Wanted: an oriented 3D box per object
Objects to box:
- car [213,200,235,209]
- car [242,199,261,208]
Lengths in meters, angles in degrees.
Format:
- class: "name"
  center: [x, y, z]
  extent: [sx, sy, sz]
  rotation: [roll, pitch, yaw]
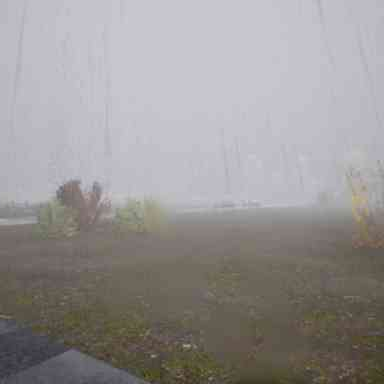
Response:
- class: "car"
  center: [5.374, 2.054, 54.852]
  extent: [2.128, 1.511, 4.902]
  rotation: [-1, -1, 36]
- class: "car"
  center: [11.358, 2.030, 63.270]
  extent: [2.097, 1.767, 4.553]
  rotation: [-1, -1, 36]
